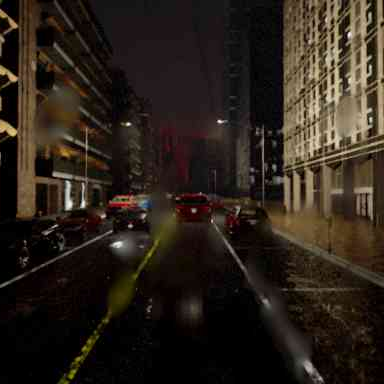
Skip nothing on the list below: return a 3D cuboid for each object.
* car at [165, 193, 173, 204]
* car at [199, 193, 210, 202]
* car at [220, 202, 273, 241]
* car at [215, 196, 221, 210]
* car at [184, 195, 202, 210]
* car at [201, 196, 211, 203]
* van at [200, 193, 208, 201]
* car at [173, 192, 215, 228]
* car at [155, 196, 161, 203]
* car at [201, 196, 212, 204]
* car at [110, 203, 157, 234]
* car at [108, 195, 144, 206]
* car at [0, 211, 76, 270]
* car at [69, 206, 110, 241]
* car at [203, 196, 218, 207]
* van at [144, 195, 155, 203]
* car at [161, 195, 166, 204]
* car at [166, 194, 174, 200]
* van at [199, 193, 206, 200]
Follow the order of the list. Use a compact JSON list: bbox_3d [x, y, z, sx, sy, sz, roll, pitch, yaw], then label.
[{"bbox_3d":[-3.048,1.381,59.209,2.033,1.411,5.357,0,0,1],"label":"car"},{"bbox_3d":[2.700,1.114,71.510,2.192,1.841,5.009,1,0,0],"label":"car"},{"bbox_3d":[2.705,1.395,16.593,1.967,1.590,4.097,1,0,0],"label":"car"},{"bbox_3d":[2.699,1.474,38.785,1.802,1.307,4.206,1,0,0],"label":"car"},{"bbox_3d":[0.094,1.236,41.159,2.097,1.767,4.553,0,0,0],"label":"car"},{"bbox_3d":[2.695,1.396,66.003,1.802,1.307,4.206,1,0,0],"label":"car"},{"bbox_3d":[2.699,1.124,77.018,1.690,1.788,3.998,1,0,0],"label":"van"},{"bbox_3d":[0.098,1.163,21.964,2.150,2.045,5.566,0,0,0],"label":"car"},{"bbox_3d":[-5.649,1.458,44.231,1.802,1.307,4.206,1,0,0],"label":"car"},{"bbox_3d":[2.696,1.411,60.975,1.802,1.307,4.206,1,0,0],"label":"car"},{"bbox_3d":[-3.101,1.512,18.717,1.994,1.385,4.181,0,0,0],"label":"car"},{"bbox_3d":[-5.641,1.239,27.590,2.192,1.841,5.009,1,0,0],"label":"car"},{"bbox_3d":[-5.644,1.536,10.951,1.947,1.339,4.313,1,0,0],"label":"car"},{"bbox_3d":[-5.645,1.536,16.498,1.802,1.307,4.206,1,0,0],"label":"car"},{"bbox_3d":[2.699,1.405,49.880,1.887,1.381,4.507,1,0,0],"label":"car"},{"bbox_3d":[-5.643,1.233,38.683,1.690,1.788,3.998,1,0,0],"label":"van"},{"bbox_3d":[-5.651,1.411,60.871,1.802,1.307,4.206,1,0,0],"label":"car"},{"bbox_3d":[-5.686,1.278,87.839,1.752,1.417,4.829,1,0,0],"label":"car"},{"bbox_3d":[2.697,1.093,88.034,1.690,1.788,3.998,1,0,0],"label":"van"}]
